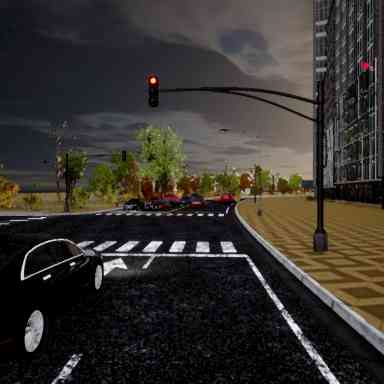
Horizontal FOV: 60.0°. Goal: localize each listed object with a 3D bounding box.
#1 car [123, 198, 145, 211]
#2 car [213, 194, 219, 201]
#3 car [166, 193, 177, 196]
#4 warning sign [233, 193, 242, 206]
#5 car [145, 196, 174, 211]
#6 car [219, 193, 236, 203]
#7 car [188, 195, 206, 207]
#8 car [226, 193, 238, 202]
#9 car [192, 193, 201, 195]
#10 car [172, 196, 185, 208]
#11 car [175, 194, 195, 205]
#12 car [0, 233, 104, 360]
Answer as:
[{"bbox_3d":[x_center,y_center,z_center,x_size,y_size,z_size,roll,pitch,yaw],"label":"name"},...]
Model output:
[{"bbox_3d":[-7.104,1.524,41.486,1.812,1.442,4.674,0,0,7],"label":"car"},{"bbox_3d":[6.481,1.373,80.573,2.097,1.767,4.553,0,0,14],"label":"car"},{"bbox_3d":[-3.987,1.226,62.191,2.150,2.045,5.566,0,0,10],"label":"car"},{"bbox_3d":[6.554,1.122,48.257,1.300,1.860,1.060,0,0,8],"label":"warning sign"},{"bbox_3d":[-3.926,1.564,40.701,1.994,1.385,4.181,0,0,7],"label":"car"},{"bbox_3d":[7.382,1.234,68.804,2.150,2.045,5.566,0,0,11],"label":"car"},{"bbox_3d":[1.032,1.569,51.668,1.994,1.385,4.181,0,0,9],"label":"car"},{"bbox_3d":[9.787,1.246,80.433,2.150,2.045,5.566,0,0,14],"label":"car"},{"bbox_3d":[0.763,1.235,69.635,2.150,2.045,5.566,0,0,11],"label":"car"},{"bbox_3d":[-2.789,1.603,49.331,1.895,1.301,4.718,0,0,8],"label":"car"},{"bbox_3d":[-1.200,1.531,59.249,1.812,1.442,4.674,0,0,10],"label":"car"},{"bbox_3d":[-3.011,1.504,5.935,1.837,1.490,4.892,0,0,1],"label":"car"}]
